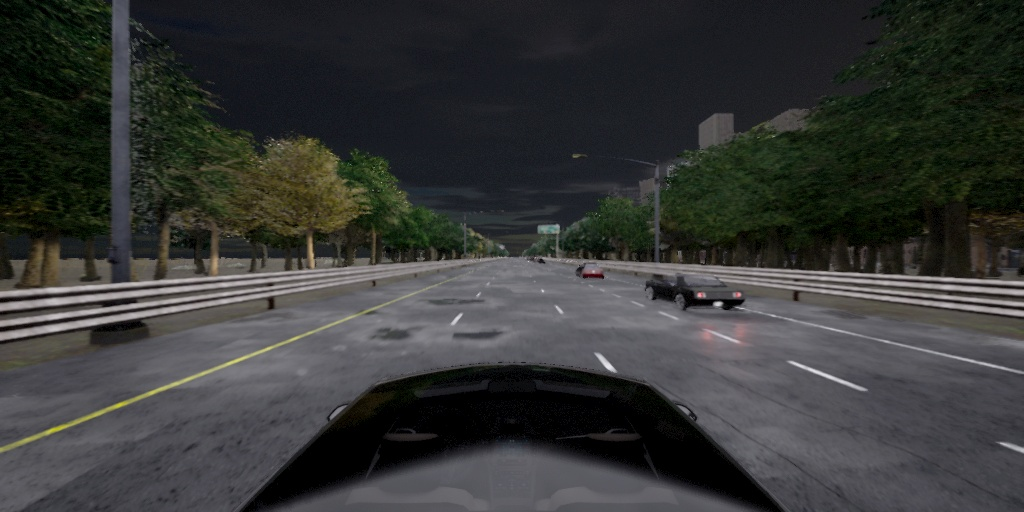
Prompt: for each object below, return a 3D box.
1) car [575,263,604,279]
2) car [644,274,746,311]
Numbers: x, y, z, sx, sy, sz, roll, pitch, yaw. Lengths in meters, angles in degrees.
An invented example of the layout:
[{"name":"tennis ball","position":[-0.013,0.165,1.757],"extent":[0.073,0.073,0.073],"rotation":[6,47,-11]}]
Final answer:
[{"name":"car","position":[7.077,1.333,33.091],"extent":[1.994,1.385,4.181],"rotation":[0,0,0]},{"name":"car","position":[7.009,1.355,14.416],"extent":[1.895,1.301,4.718],"rotation":[0,0,0]}]
